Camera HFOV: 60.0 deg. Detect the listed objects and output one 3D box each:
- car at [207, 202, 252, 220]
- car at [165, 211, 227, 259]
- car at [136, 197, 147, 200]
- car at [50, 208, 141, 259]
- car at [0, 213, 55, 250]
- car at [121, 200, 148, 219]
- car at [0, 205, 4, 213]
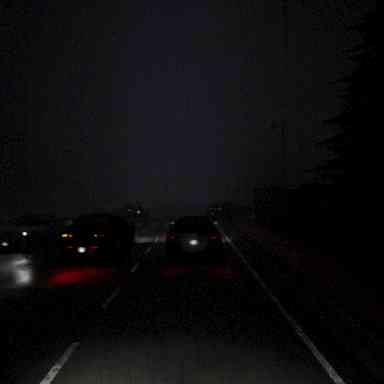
[{"bbox_3d":[3.333,1.580,28.918,2.128,1.511,4.902,-1,-1,43],"label":"car"},{"bbox_3d":[0.079,1.628,12.855,1.994,1.385,4.181,0,0,1],"label":"car"},{"bbox_3d":[-10.362,1.817,68.657,1.882,1.535,5.008,0,0,0],"label":"car"},{"bbox_3d":[-3.421,1.568,12.818,1.837,1.490,4.892,0,0,1],"label":"car"},{"bbox_3d":[-7.032,1.674,14.753,1.895,1.301,4.718,0,0,1],"label":"car"},{"bbox_3d":[-5.378,1.675,30.072,1.994,1.385,4.181,0,0,-24],"label":"car"},{"bbox_3d":[-10.534,1.296,14.587,2.150,2.045,5.566,0,-1,1],"label":"car"}]
